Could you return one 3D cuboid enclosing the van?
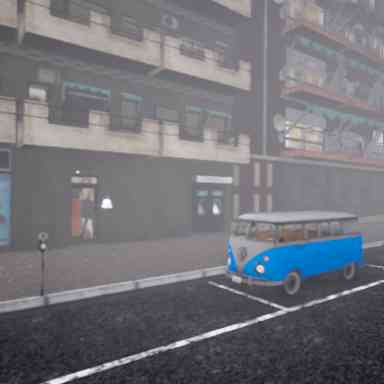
[{"bbox_3d":[2.694,1.398,8.475,3.998,1.788,1.690,1,0,-35],"label":"van"}]
